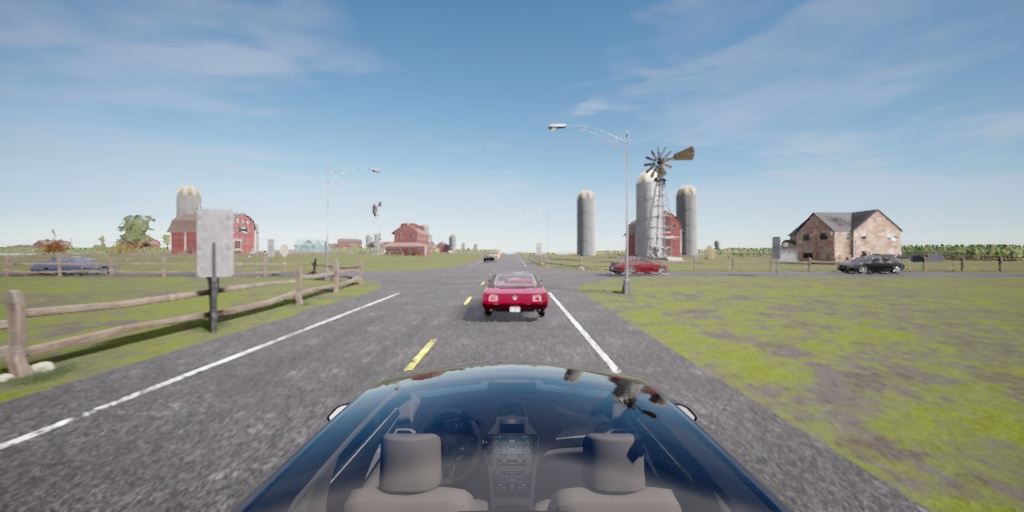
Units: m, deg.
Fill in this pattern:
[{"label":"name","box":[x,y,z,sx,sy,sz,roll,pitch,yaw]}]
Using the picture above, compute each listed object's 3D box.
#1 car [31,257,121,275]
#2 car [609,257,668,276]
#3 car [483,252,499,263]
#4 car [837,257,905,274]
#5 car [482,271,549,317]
[{"label":"car","box":[-34.542,0.758,28.443,5.357,1.411,2.033,0,0,0]},{"label":"car","box":[9.981,0.804,28.294,4.674,1.442,1.812,0,0,-15]},{"label":"car","box":[-3.557,0.394,57.520,1.895,1.301,4.718,0,1,0]},{"label":"car","box":[31.576,0.812,31.632,4.892,1.490,1.837,0,0,0]},{"label":"car","box":[0.108,1.162,12.176,1.895,1.301,4.718,0,1,1]}]
